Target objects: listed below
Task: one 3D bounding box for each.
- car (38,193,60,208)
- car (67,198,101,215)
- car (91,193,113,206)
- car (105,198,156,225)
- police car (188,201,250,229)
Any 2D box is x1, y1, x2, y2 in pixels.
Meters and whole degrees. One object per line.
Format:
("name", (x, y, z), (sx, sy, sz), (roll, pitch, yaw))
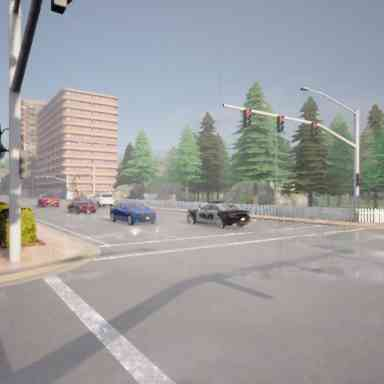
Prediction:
("car", (-20.720, 1.224, 47.969), (2.150, 2.045, 5.566), (0, 0, -34))
("car", (-11.417, 1.601, 34.438), (1.895, 1.301, 4.718), (0, 0, -35))
("car", (-13.626, 1.221, 50.145), (2.150, 2.045, 5.566), (0, 0, -34))
("car", (-4.385, 1.478, 24.301), (1.882, 1.535, 5.008), (0, 0, -35))
("police car", (1.572, 1.425, 21.974), (1.930, 1.638, 5.238), (0, 0, -35))
